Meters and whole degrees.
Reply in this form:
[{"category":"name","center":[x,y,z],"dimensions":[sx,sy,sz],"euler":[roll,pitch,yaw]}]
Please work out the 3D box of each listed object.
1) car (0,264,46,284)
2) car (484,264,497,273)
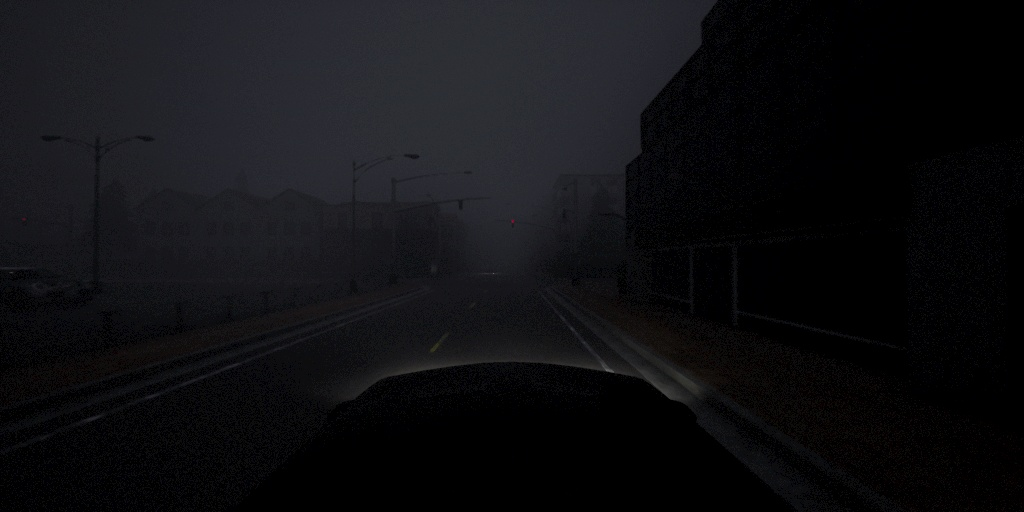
[{"category":"car","center":[-45.929,1.489,32.223],"dimensions":[4.902,1.511,2.128],"euler":[0,-1,0]},{"category":"car","center":[-3.519,2.128,59.197],"dimensions":[1.812,1.442,4.674],"euler":[0,0,0]}]
